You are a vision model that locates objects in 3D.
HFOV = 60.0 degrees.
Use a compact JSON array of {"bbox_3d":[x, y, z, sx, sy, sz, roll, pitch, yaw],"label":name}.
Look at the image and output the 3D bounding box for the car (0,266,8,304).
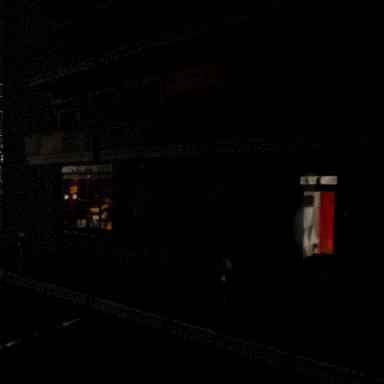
[{"bbox_3d":[-5.235,1.584,6.554,4.206,1.307,1.802,0,1,36],"label":"car"}]
